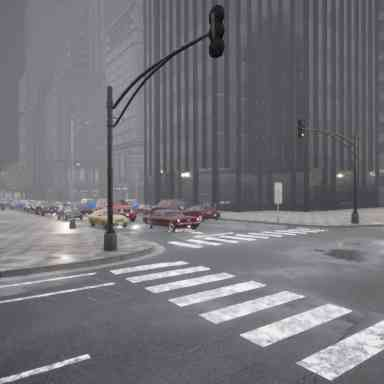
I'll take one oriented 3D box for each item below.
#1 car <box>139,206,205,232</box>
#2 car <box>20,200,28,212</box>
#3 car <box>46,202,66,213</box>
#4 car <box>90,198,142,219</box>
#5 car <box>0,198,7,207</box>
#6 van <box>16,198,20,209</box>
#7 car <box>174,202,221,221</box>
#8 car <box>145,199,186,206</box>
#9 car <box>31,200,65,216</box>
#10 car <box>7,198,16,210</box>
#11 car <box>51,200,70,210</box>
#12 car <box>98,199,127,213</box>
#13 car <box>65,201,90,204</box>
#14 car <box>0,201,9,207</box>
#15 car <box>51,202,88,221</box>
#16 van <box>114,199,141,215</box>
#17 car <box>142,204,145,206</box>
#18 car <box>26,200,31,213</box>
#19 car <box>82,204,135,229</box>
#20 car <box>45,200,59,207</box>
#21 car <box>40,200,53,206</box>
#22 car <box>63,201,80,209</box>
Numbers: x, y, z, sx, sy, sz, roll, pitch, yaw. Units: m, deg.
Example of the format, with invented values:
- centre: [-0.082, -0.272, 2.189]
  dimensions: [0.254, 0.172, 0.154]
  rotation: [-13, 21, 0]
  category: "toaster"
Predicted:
- centre: [-1.458, 1.846, 22.337]
  dimensions: [1.895, 1.301, 4.718]
  rotation: [0, -1, -35]
  category: "car"
- centre: [-23.284, 2.156, 48.463]
  dimensions: [1.967, 1.590, 4.097]
  rotation: [-1, 0, -35]
  category: "car"
- centre: [-19.773, 2.201, 48.243]
  dimensions: [1.812, 1.442, 4.674]
  rotation: [0, 0, -35]
  category: "car"
- centre: [-7.011, 1.598, 30.161]
  dimensions: [2.150, 2.045, 5.566]
  rotation: [0, -1, -35]
  category: "car"
- centre: [-41.208, 2.665, 73.717]
  dimensions: [1.887, 1.381, 4.507]
  rotation: [-1, 0, -35]
  category: "car"
- centre: [-26.114, 2.122, 52.448]
  dimensions: [1.690, 1.788, 3.998]
  rotation: [-1, 0, -35]
  category: "van"
- centre: [0.646, 1.828, 29.486]
  dimensions: [1.887, 1.381, 4.507]
  rotation: [-1, 0, -35]
  category: "car"
- centre: [-2.299, 1.667, 33.638]
  dimensions: [2.192, 1.841, 5.009]
  rotation: [-1, 0, -35]
  category: "car"
- centre: [-17.631, 1.900, 40.495]
  dimensions: [2.192, 1.841, 5.009]
  rotation: [-1, 0, -35]
  category: "car"
- centre: [-31.872, 2.353, 60.561]
  dimensions: [1.967, 1.590, 4.097]
  rotation: [-1, 0, -35]
  category: "car"
- centre: [-22.977, 2.270, 58.005]
  dimensions: [1.882, 1.535, 5.008]
  rotation: [0, -1, -35]
  category: "car"
- centre: [-11.118, 1.874, 46.093]
  dimensions: [2.192, 1.841, 5.009]
  rotation: [-1, 0, -35]
  category: "car"
- centre: [-13.067, 2.065, 38.701]
  dimensions: [2.033, 1.411, 5.357]
  rotation: [0, -1, -35]
  category: "car"
- centre: [-44.319, 2.770, 78.102]
  dimensions: [1.802, 1.307, 4.206]
  rotation: [-1, 0, -35]
  category: "car"
- centre: [-11.969, 2.003, 32.527]
  dimensions: [2.008, 1.369, 4.403]
  rotation: [-1, 0, -35]
  category: "car"
- centre: [-8.178, 1.831, 41.941]
  dimensions: [1.690, 1.788, 3.998]
  rotation: [-1, 0, -35]
  category: "van"
- centre: [-5.232, 2.003, 37.789]
  dimensions: [1.802, 1.307, 4.206]
  rotation: [-1, 0, -35]
  category: "car"
- centre: [-20.454, 2.195, 44.480]
  dimensions: [1.887, 1.381, 4.507]
  rotation: [-1, 0, -35]
  category: "car"
- centre: [-6.215, 1.843, 24.420]
  dimensions: [1.752, 1.417, 4.829]
  rotation: [-1, 0, -35]
  category: "car"
- centre: [-31.649, 2.593, 74.980]
  dimensions: [1.947, 1.339, 4.313]
  rotation: [-1, 0, -35]
  category: "car"
- centre: [-34.661, 2.659, 79.223]
  dimensions: [1.947, 1.339, 4.313]
  rotation: [-1, 0, -35]
  category: "car"
- centre: [-22.615, 2.405, 62.253]
  dimensions: [1.802, 1.307, 4.206]
  rotation: [-1, 0, -35]
  category: "car"
